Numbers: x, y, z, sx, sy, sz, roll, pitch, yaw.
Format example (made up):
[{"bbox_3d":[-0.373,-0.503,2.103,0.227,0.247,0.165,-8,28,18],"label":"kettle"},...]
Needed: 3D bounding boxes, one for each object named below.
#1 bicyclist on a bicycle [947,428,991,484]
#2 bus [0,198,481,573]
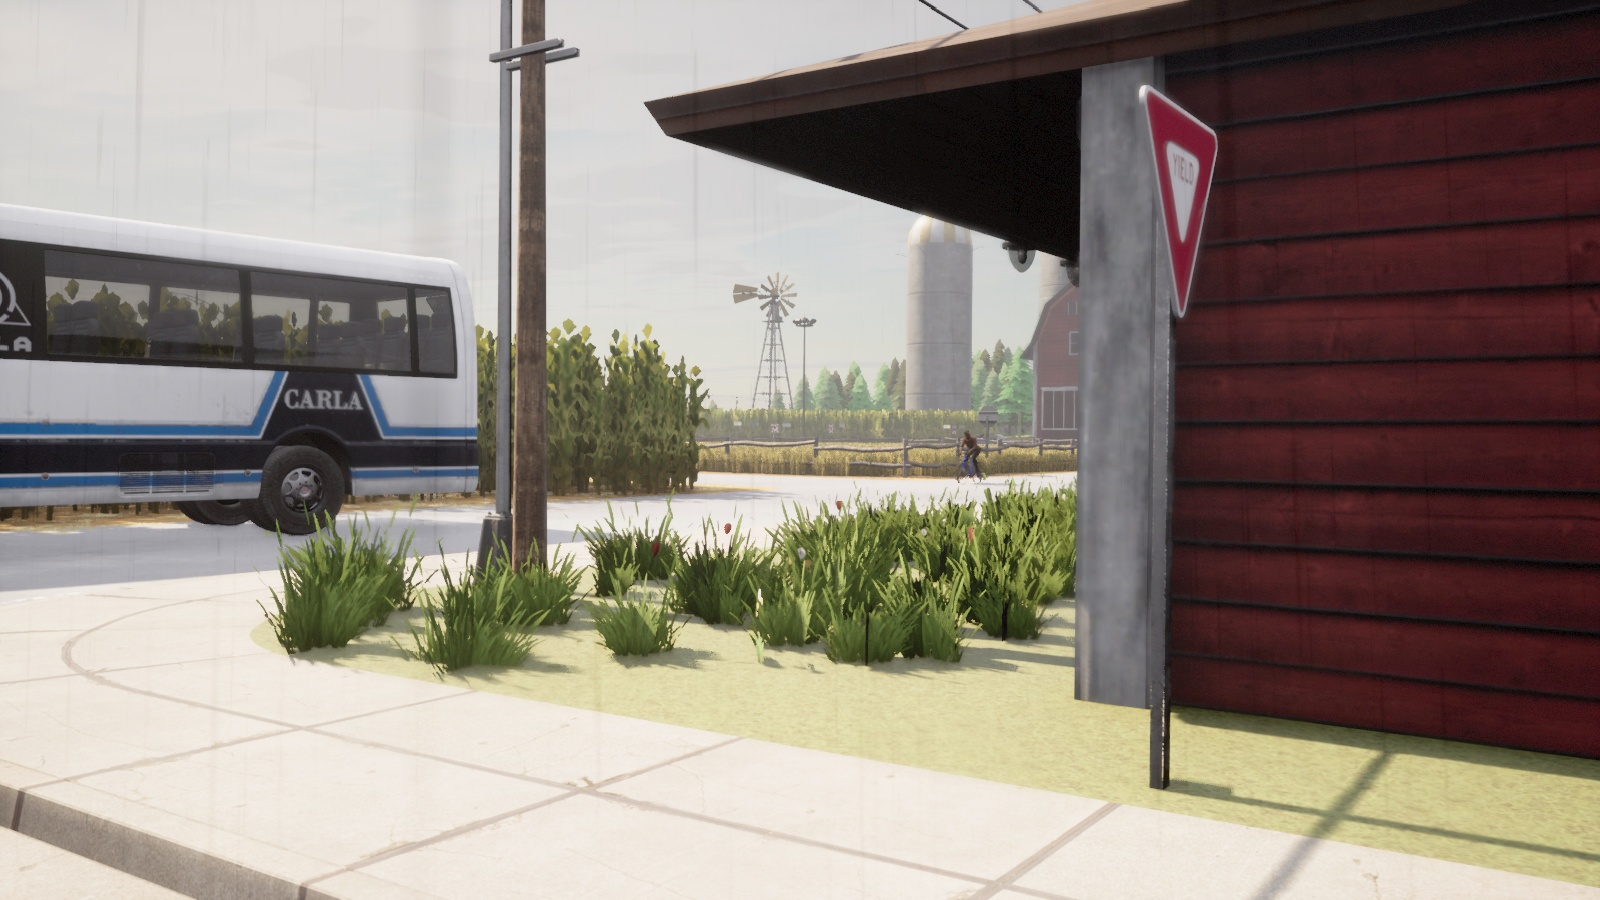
[{"bbox_3d":[5.056,0.151,37.508,0.582,1.620,1.656,0,1,34],"label":"bicyclist on a bicycle"},{"bbox_3d":[-9.744,-0.758,16.508,3.944,4.253,10.273,0,1,41],"label":"bus"}]
